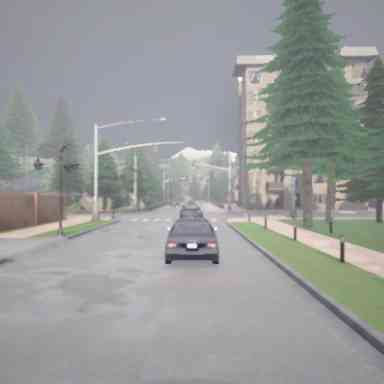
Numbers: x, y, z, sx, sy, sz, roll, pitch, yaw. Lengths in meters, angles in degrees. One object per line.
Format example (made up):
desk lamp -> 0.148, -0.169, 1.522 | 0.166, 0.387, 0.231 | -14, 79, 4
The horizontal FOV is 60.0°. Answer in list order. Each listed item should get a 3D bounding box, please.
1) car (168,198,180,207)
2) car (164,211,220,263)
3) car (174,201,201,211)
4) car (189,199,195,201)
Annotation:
car -> -3.580, 2.055, 67.241 | 2.097, 1.767, 4.553 | 0, -1, 1
car -> 0.006, 1.673, 12.426 | 2.033, 1.411, 5.357 | 0, -1, 0
car -> -0.193, 1.778, 28.398 | 2.128, 1.511, 4.902 | 0, 0, -5
car -> 0.009, 2.339, 78.057 | 2.033, 1.411, 5.357 | 0, -1, 0
